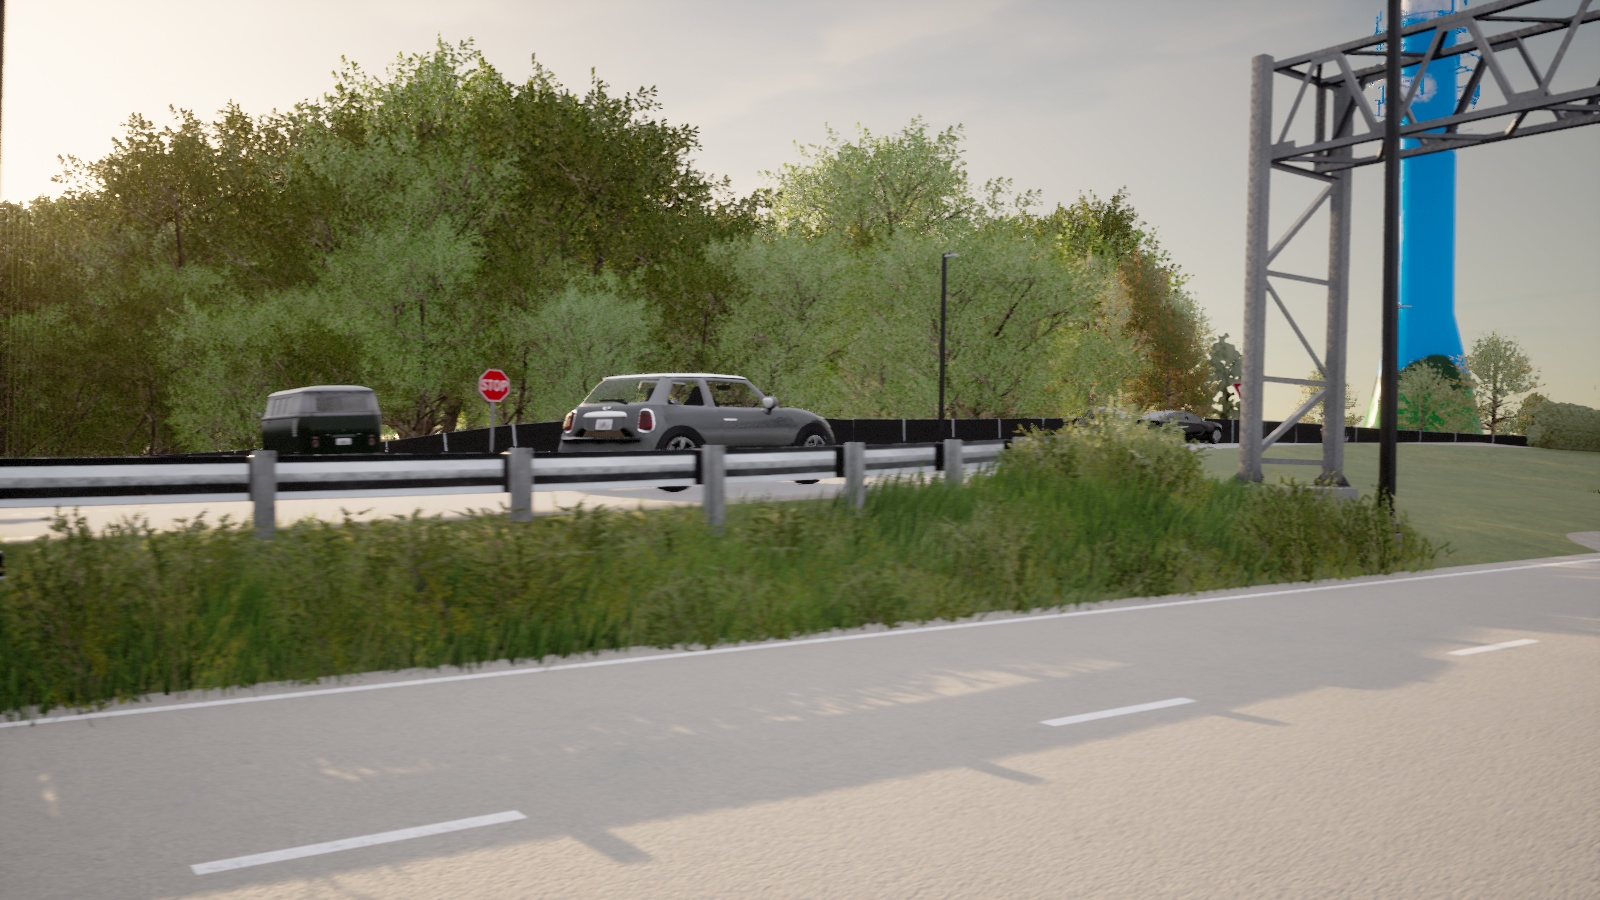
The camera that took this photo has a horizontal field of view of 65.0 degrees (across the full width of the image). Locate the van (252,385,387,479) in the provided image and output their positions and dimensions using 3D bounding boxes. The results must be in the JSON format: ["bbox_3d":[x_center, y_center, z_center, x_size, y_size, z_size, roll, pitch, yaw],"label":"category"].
[{"bbox_3d":[-11.126,-0.396,28.910,1.775,1.987,4.442,-3,1,-35],"label":"van"}]

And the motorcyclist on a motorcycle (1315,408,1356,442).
[{"bbox_3d":[26.775,-1.233,62.785,2.350,1.649,0.766,-1,0,-35],"label":"motorcyclist on a motorcycle"}]

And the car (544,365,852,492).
[{"bbox_3d":[-1.245,-0.291,16.641,1.970,1.475,3.806,0,1,39],"label":"car"}]

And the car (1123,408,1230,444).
[{"bbox_3d":[16.613,-1.066,55.356,5.008,1.535,1.882,-1,1,-37],"label":"car"}]
